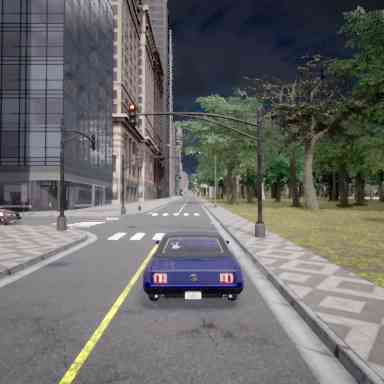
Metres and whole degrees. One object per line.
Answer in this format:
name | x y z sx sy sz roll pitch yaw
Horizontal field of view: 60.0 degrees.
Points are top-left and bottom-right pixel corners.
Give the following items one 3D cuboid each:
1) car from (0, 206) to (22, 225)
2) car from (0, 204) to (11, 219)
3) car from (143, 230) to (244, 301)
car | -13.515 1.372 21.318 4.097 1.590 1.967 0 -2 -1
car | -18.969 1.727 29.836 4.313 1.339 1.947 0 -1 0
car | 0.013 1.607 8.311 1.895 1.301 4.718 0 0 0
